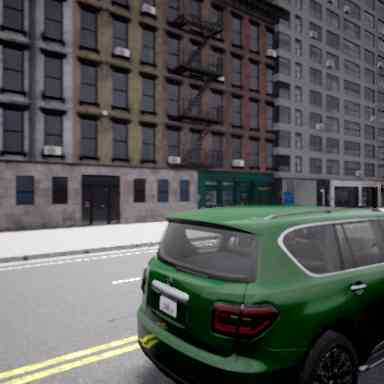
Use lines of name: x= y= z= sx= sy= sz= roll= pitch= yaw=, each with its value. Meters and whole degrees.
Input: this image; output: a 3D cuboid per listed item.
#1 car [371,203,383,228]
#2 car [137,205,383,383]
car: x=13.602 y=1.442 z=21.394 sx=4.674 sy=1.442 sz=1.812 roll=0 pitch=0 yaw=-36
car: x=1.947 y=1.205 z=4.832 sx=5.566 sy=2.045 sz=2.150 roll=0 pitch=0 yaw=-36
